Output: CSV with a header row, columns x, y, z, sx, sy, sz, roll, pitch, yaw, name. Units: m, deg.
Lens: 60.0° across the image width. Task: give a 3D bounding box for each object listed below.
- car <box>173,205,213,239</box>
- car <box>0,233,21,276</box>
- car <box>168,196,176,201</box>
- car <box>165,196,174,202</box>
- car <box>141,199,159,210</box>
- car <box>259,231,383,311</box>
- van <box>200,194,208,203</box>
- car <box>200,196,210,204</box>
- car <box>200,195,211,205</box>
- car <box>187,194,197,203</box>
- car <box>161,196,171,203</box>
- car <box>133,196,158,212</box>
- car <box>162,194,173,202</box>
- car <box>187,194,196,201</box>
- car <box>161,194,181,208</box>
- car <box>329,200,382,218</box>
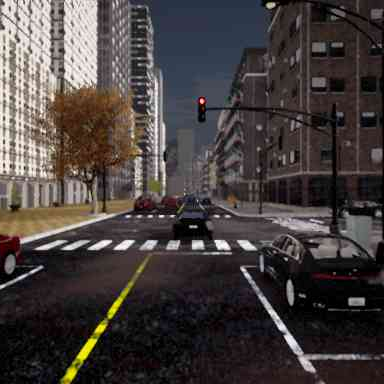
x,y,z,sx,sy,sz,roll,pitch,yaw,name
0.066,1.581,17.432,1.994,1.385,4.181,0,0,0,car
-5.697,1.551,7.600,1.887,1.381,4.507,0,0,0,car
-5.741,1.721,95.217,2.008,1.369,4.403,0,0,0,car
-5.735,1.691,84.172,2.008,1.369,4.403,0,0,0,car
-5.716,1.624,45.511,1.947,1.339,4.313,0,0,0,car
2.683,1.557,7.604,2.008,1.369,4.403,0,0,0,car
2.651,1.453,73.130,1.690,1.788,3.998,0,0,0,van
2.654,1.625,67.776,1.752,1.417,4.829,0,0,0,car
2.657,1.654,62.083,1.947,1.339,4.313,0,0,0,car
-0.037,1.649,69.695,1.994,1.385,4.181,0,0,0,car
-5.730,1.678,73.126,1.947,1.339,4.313,0,0,0,car
-5.714,1.364,39.989,2.192,1.841,5.009,0,0,0,car
-5.733,1.441,78.648,2.192,1.841,5.009,0,0,0,car
-0.041,1.333,79.705,2.097,1.767,4.553,0,0,0,car
-3.114,1.544,50.433,1.882,1.535,5.008,0,0,0,car
13.411,1.369,27.016,4.403,1.369,2.008,-1,1,-1,car
